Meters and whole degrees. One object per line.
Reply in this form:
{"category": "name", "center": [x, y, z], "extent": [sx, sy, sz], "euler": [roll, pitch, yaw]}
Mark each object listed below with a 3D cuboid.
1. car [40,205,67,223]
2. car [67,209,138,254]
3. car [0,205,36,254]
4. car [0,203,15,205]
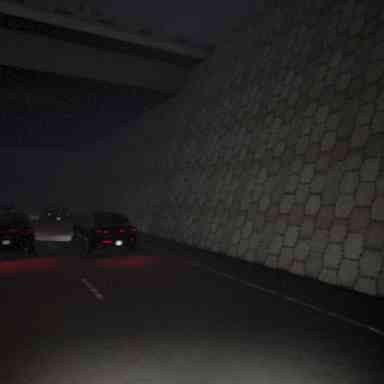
{"category": "car", "center": [-10.892, 1.678, 26.417], "extent": [1.895, 1.301, 4.718], "euler": [0, 0, -29]}
{"category": "car", "center": [-3.767, 1.552, 13.943], "extent": [1.837, 1.490, 4.892], "euler": [0, 0, -29]}
{"category": "car", "center": [-7.365, 1.512, 13.208], "extent": [1.882, 1.535, 5.008], "euler": [0, 0, -29]}
{"category": "car", "center": [-14.231, 1.556, 25.222], "extent": [2.128, 1.511, 4.902], "euler": [0, 0, -29]}
